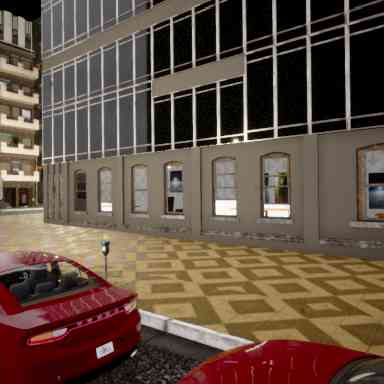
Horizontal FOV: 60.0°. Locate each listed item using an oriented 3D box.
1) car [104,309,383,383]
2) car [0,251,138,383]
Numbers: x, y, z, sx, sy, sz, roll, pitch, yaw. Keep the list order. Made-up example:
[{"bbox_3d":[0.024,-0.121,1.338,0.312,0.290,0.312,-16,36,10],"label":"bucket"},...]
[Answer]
[{"bbox_3d":[1.833,1.545,1.577,4.507,1.381,1.887,0,-1,36],"label":"car"},{"bbox_3d":[-2.738,1.546,4.842,4.507,1.381,1.887,0,-1,36],"label":"car"}]
